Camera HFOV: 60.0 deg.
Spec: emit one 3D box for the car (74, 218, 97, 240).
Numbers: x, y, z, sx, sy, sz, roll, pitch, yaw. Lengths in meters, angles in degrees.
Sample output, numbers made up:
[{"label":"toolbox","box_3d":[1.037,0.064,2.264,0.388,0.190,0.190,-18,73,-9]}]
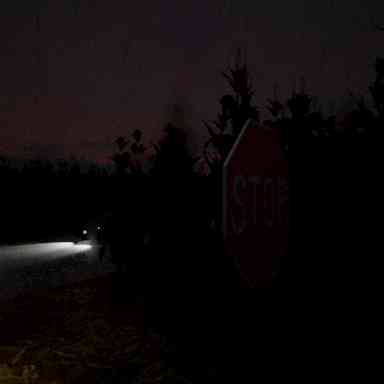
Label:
[{"label":"car","box_3d":[-3.557,1.586,16.254,1.994,1.385,4.181,0,0,35]}]
